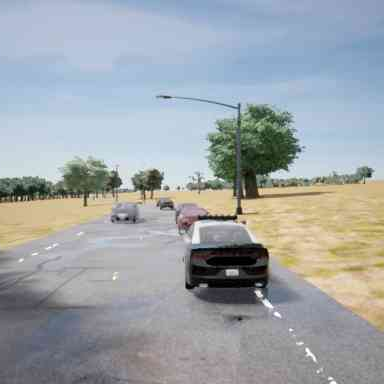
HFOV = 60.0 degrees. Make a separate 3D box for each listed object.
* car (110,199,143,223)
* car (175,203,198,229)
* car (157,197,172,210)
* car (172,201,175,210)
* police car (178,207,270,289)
[{"bbox_3d":[-5.110,1.563,25.851,2.128,1.511,4.902,0,0,-5],"label":"car"},{"bbox_3d":[0.098,1.579,19.308,1.812,1.442,4.674,0,0,-4],"label":"car"},{"bbox_3d":[-3.536,1.705,46.160,1.837,1.490,4.892,0,-1,-7],"label":"car"},{"bbox_3d":[-0.363,1.577,25.325,1.837,1.490,4.892,0,0,-5],"label":"car"},{"bbox_3d":[0.695,1.447,9.378,1.930,1.638,5.238,0,0,-3],"label":"police car"}]
